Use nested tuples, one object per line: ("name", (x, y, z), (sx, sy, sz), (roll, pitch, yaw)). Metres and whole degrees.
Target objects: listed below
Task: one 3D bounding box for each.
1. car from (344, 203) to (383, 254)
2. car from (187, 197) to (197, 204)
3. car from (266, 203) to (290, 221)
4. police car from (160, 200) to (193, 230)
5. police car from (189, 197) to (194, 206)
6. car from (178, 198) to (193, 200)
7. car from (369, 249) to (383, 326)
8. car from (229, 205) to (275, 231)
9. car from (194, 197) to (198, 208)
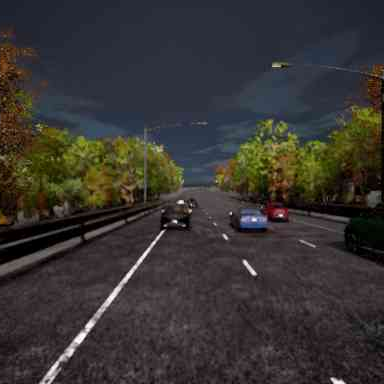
("car", (7.100, 1.291, 10.807), (2.150, 2.045, 5.566), (0, 0, 0))
("car", (0.004, 1.794, 72.341), (1.994, 1.385, 4.181), (0, 0, 0))
("car", (7.100, 1.712, 28.877), (1.812, 1.442, 4.674), (0, 0, 0))
("police car", (-1.049, 1.572, 22.595), (1.930, 1.638, 5.238), (0, 0, 0))
("police car", (-1.048, 1.674, 38.601), (1.930, 1.638, 5.238), (0, 0, 0))
("car", (-1.048, 1.667, 32.677), (1.801, 1.575, 5.366), (0, 0, 0))
("car", (3.598, 1.562, 2.201), (2.033, 1.411, 5.357), (0, 0, 0))
("car", (3.602, 1.688, 21.791), (2.033, 1.411, 5.357), (0, 0, 0))
("car", (0.003, 1.870, 56.747), (1.837, 1.490, 4.892), (0, 0, 0))
